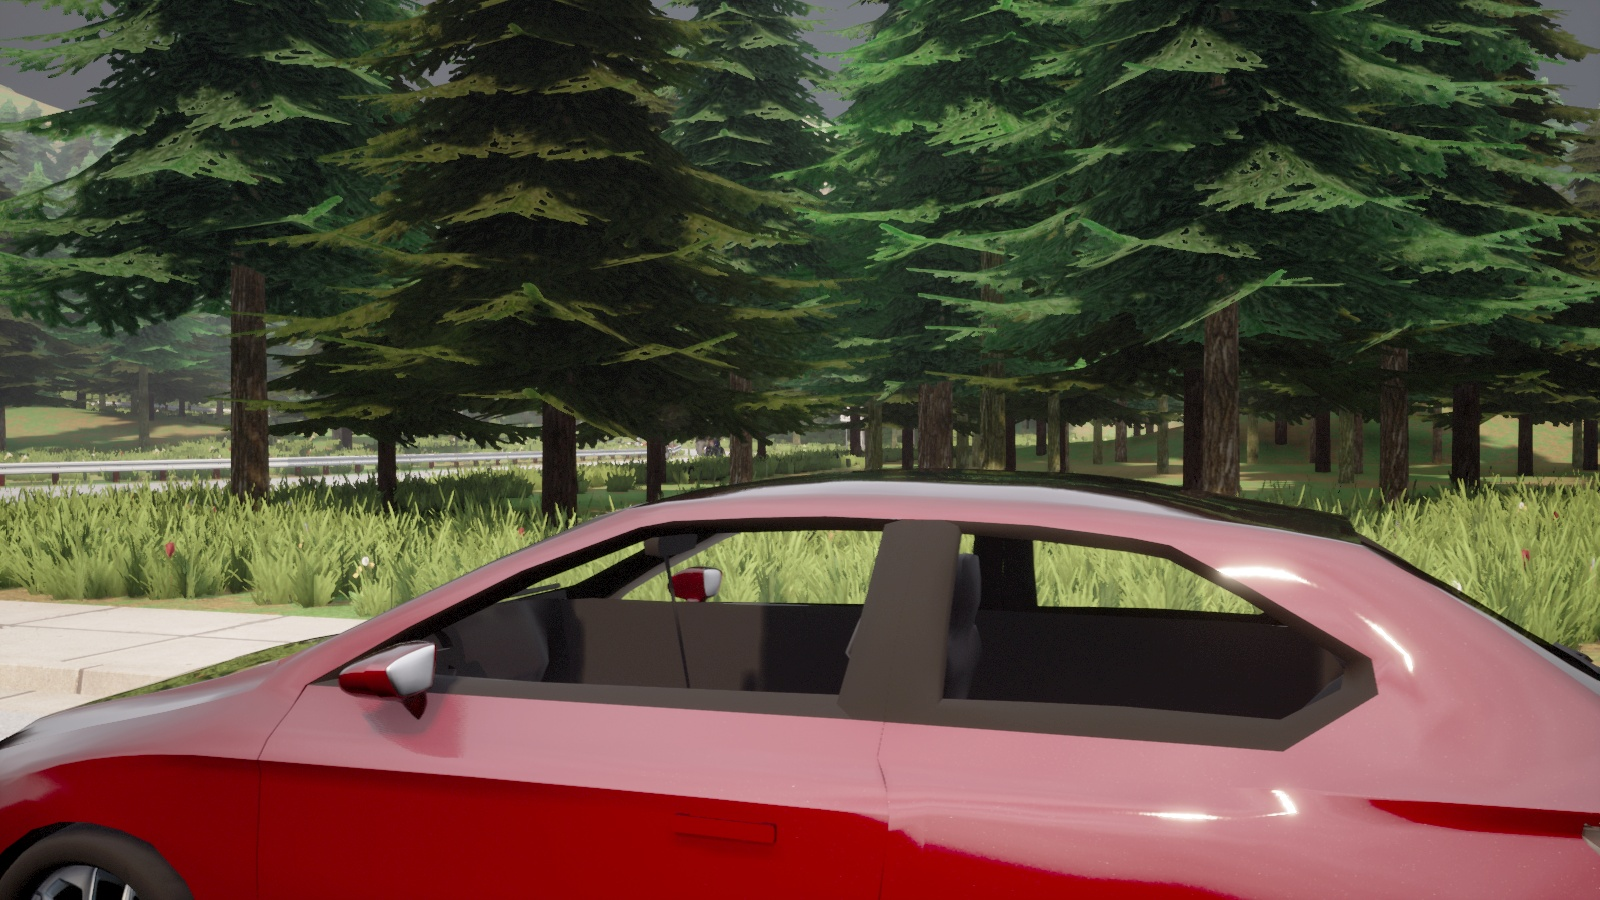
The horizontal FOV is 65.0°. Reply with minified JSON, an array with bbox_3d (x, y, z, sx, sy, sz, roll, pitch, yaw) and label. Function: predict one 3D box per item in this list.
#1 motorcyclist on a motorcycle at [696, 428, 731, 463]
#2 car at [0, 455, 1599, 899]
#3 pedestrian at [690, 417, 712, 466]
[{"bbox_3d":[-4.159,-0.242,60.612,0.766,1.649,2.350,1,1,20],"label":"motorcyclist on a motorcycle"},{"bbox_3d":[-0.117,0.788,3.232,4.193,1.474,1.816,1,1,19],"label":"car"},{"bbox_3d":[-3.855,-0.340,48.905,0.563,1.883,0.849,1,1,21],"label":"pedestrian"}]
